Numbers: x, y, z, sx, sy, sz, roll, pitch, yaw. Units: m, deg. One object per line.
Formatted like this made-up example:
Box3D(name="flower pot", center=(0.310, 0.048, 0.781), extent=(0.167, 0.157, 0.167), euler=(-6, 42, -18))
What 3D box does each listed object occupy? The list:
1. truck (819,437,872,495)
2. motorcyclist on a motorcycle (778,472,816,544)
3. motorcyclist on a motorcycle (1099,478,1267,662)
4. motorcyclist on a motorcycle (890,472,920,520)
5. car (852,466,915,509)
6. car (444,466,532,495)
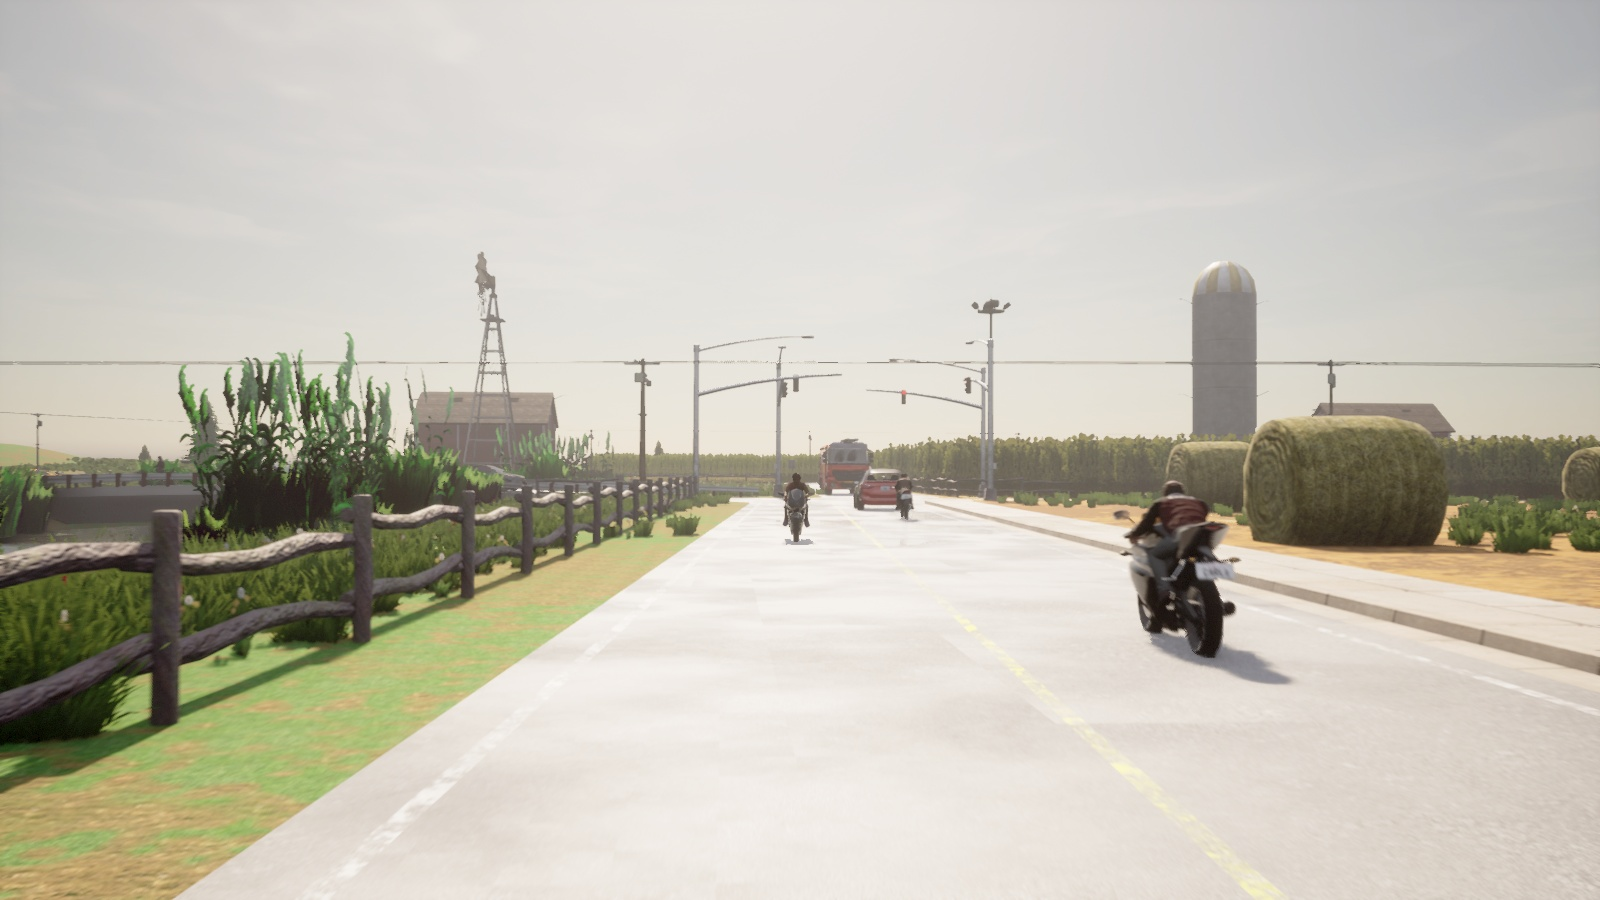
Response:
Box3D(name="truck", center=(3.040, 1.126, 86.828), extent=(2.891, 3.827, 8.468), euler=(0, -1, -3))
Box3D(name="motorcyclist on a motorcycle", center=(-0.069, 1.265, 27.922), extent=(0.797, 1.523, 2.044), euler=(0, -1, 0))
Box3D(name="motorcyclist on a motorcycle", center=(3.471, 1.031, 11.632), extent=(0.866, 1.530, 2.191), euler=(0, -1, 0))
Box3D(name="motorcyclist on a motorcycle", center=(3.400, 1.469, 40.949), extent=(0.797, 1.523, 2.044), euler=(0, -1, 0))
Box3D(name="car", center=(3.376, 1.512, 51.785), extent=(2.242, 1.667, 4.611), euler=(0, -1, 0))
Box3D(name="car", center=(-17.006, 1.648, 68.538), extent=(4.181, 1.385, 1.994), euler=(2, -1, 3))
